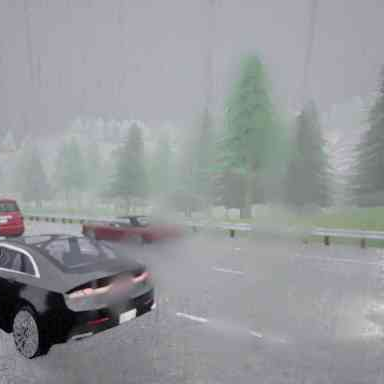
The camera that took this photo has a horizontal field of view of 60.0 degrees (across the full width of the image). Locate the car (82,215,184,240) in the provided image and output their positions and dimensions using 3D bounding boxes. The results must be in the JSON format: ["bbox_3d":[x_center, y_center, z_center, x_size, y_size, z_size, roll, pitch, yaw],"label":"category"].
[{"bbox_3d":[-2.742,1.665,14.555,4.718,1.301,1.895,0,0,36],"label":"car"}]

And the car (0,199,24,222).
[{"bbox_3d":[-10.000,1.325,15.453,5.566,2.045,2.150,0,0,36],"label":"car"}]

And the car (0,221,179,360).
[{"bbox_3d":[-2.865,1.526,6.041,4.902,1.511,2.128,0,0,36],"label":"car"}]
